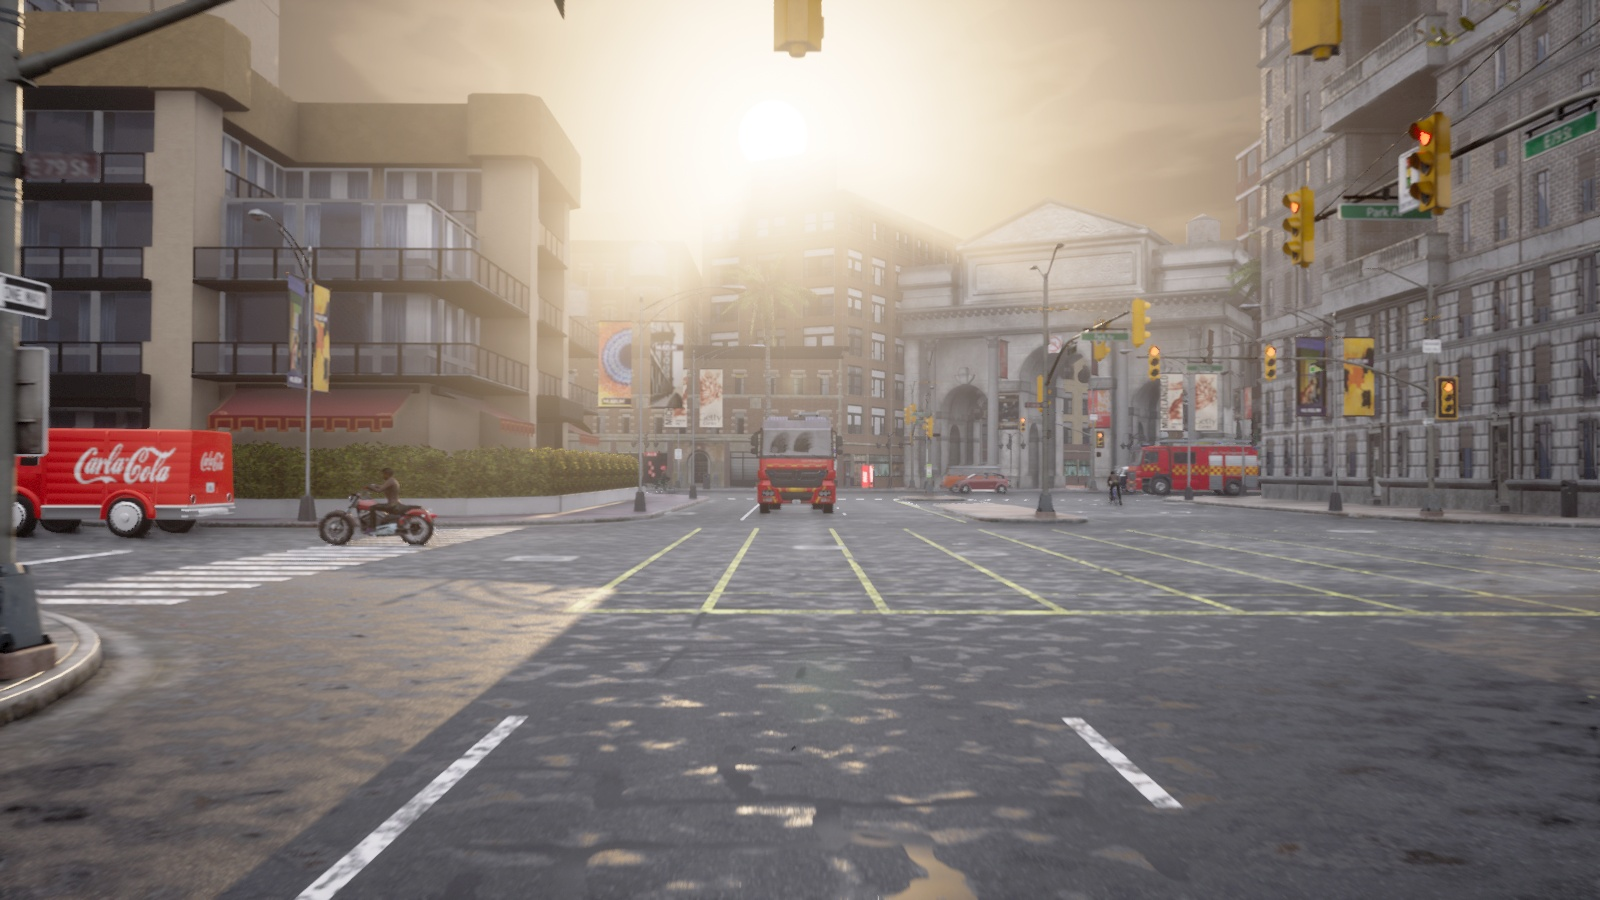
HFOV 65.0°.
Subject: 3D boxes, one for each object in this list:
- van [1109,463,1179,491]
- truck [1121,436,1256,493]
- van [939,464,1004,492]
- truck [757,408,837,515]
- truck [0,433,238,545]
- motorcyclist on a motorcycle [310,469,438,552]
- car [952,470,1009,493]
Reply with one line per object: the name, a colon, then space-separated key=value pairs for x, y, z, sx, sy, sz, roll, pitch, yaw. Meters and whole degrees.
van: x=24.900 y=1.962 z=91.015 sx=4.480 sy=2.038 sz=2.069 roll=0 pitch=-1 yaw=0
truck: x=26.981 y=1.007 z=87.518 sx=8.468 sy=3.827 sz=2.891 roll=0 pitch=-1 yaw=0
van: x=12.427 y=2.043 z=91.088 sx=4.442 sy=1.987 sz=1.775 roll=0 pitch=-1 yaw=0
truck: x=-0.126 y=0.481 z=49.587 sx=2.891 sy=3.827 sz=8.468 roll=0 pitch=-1 yaw=0
truck: x=-16.270 y=0.882 z=29.218 sx=5.204 sy=2.467 sz=2.627 roll=0 pitch=-1 yaw=0
motorcyclist on a motorcycle: x=-8.721 y=1.231 z=25.773 sx=2.350 sy=1.649 sz=0.766 roll=0 pitch=-1 yaw=0
car: x=12.593 y=2.209 z=87.584 sx=3.705 sy=1.549 sz=1.789 roll=0 pitch=-1 yaw=0
